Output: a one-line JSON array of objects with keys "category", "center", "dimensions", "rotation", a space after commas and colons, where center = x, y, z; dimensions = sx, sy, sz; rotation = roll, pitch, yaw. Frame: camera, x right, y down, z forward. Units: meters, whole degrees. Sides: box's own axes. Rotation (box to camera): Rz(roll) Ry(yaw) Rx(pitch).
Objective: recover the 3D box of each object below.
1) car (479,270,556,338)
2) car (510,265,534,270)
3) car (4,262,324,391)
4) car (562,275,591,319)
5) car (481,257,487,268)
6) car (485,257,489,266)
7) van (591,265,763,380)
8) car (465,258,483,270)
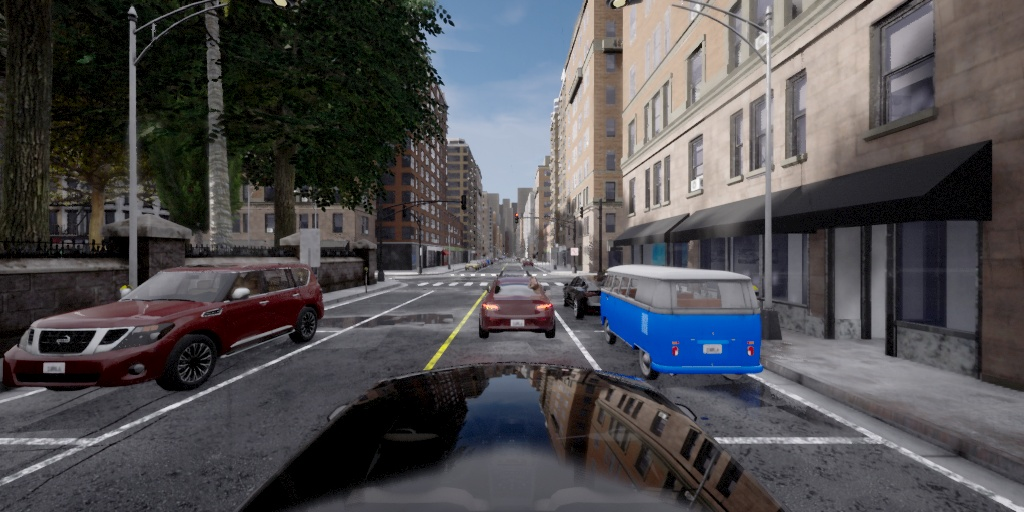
[{"category": "car", "center": [0.125, 1.274, 10.009], "dimensions": [1.812, 1.442, 4.674], "rotation": [0, 0, 0]}, {"category": "car", "center": [0.116, 1.345, 18.831], "dimensions": [1.895, 1.301, 4.718], "rotation": [0, 0, -1]}, {"category": "car", "center": [-5.656, 1.064, 6.948], "dimensions": [2.192, 1.841, 5.009], "rotation": [0, 0, 0]}, {"category": "car", "center": [2.883, 1.313, 12.628], "dimensions": [1.948, 1.339, 4.313], "rotation": [0, 0, 0]}, {"category": "car", "center": [-5.538, 1.272, 56.087], "dimensions": [2.007, 1.370, 4.403], "rotation": [0, 0, 0]}, {"category": "car", "center": [-5.525, 1.265, 61.538], "dimensions": [1.888, 1.381, 4.507], "rotation": [0, 0, 0]}, {"category": "van", "center": [2.869, 1.090, 6.968], "dimensions": [1.690, 1.789, 3.998], "rotation": [0, 0, 0]}, {"category": "car", "center": [-5.552, 1.248, 50.467], "dimensions": [1.751, 1.417, 4.829], "rotation": [0, 0, 0]}]
